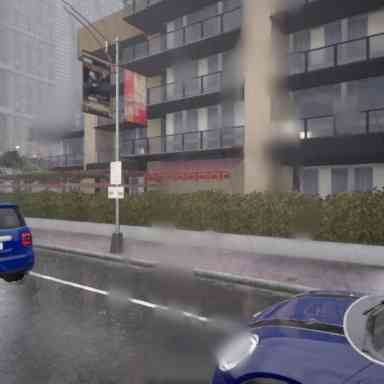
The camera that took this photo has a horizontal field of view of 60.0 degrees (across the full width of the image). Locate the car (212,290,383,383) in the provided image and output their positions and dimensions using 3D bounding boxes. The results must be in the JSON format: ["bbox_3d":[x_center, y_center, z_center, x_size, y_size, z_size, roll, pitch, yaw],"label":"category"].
[{"bbox_3d":[2.383,1.352,2.385,4.553,1.767,2.097,0,0,35],"label":"car"}]

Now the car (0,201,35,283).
[{"bbox_3d":[-6.267,1.223,8.469,5.566,2.045,2.150,0,0,35],"label":"car"}]
